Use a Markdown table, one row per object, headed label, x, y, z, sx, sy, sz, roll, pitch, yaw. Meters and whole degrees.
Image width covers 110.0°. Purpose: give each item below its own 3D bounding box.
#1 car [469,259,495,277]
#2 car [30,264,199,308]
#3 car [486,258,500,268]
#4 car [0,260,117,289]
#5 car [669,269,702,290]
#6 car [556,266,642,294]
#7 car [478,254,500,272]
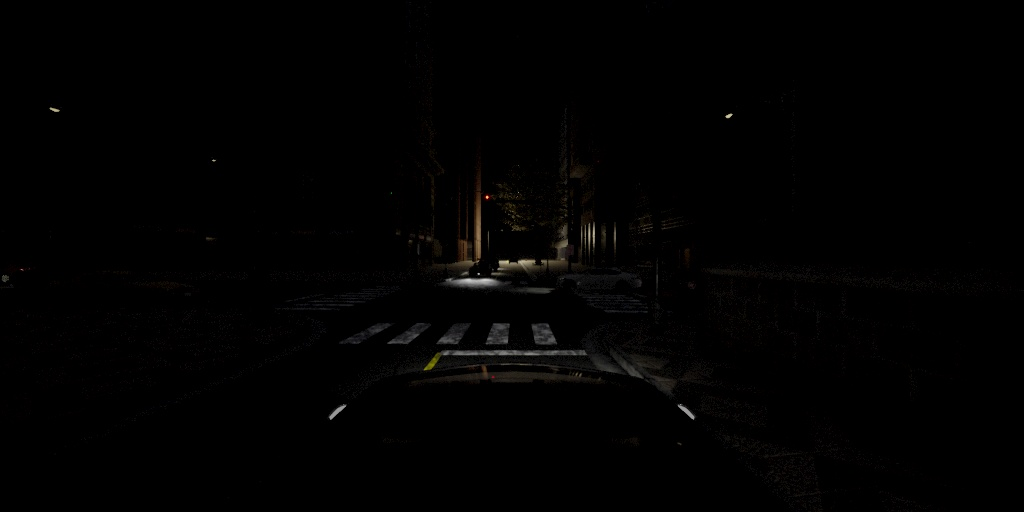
| label | x | y | z | sx | sy | sz | roll | pitch | yaw |
| --- | --- | --- | --- | --- | --- | --- | --- | --- | --- |
| car | -2.968 | 1.274 | 34.364 | 1.895 | 1.301 | 4.718 | 0 | 0 | 0 |
| car | -14.892 | 1.146 | 13.804 | 4.829 | 1.417 | 1.751 | 0 | 0 | 1 |
| car | -2.872 | 1.058 | 54.340 | 1.812 | 1.442 | 4.674 | 0 | 0 | 0 |
| car | -24.272 | 0.999 | 19.760 | 5.008 | 1.535 | 1.882 | 1 | 0 | 1 |
| car | 12.006 | 1.381 | 22.062 | 4.403 | 1.370 | 2.007 | 0 | 0 | 1 |
| car | 4.873 | 1.302 | 20.288 | 4.674 | 1.442 | 1.812 | 1 | 0 | 14 |
| car | -2.930 | 0.830 | 44.177 | 2.150 | 2.045 | 5.566 | 0 | 0 | -1 |
